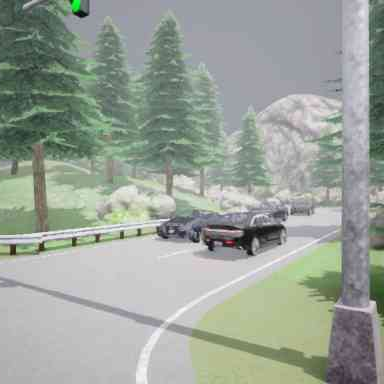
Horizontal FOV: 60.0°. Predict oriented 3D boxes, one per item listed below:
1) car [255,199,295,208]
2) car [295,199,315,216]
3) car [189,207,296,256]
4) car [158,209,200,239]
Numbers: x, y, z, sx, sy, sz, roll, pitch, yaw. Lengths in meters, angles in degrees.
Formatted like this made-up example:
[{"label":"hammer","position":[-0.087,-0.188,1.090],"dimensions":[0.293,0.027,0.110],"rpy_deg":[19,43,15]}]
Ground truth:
[{"label":"car","position":[5.738,1.506,24.941],"dimensions":[2.128,1.511,4.902],"rpy_deg":[0,0,34]},{"label":"car","position":[11.222,1.521,33.563],"dimensions":[1.837,1.490,4.892],"rpy_deg":[0,0,27]},{"label":"car","position":[2.247,1.562,13.282],"dimensions":[2.128,1.511,4.902],"rpy_deg":[0,-1,34]},{"label":"car","position":[0.189,1.577,16.688],"dimensions":[1.994,1.385,4.181],"rpy_deg":[0,0,34]}]
